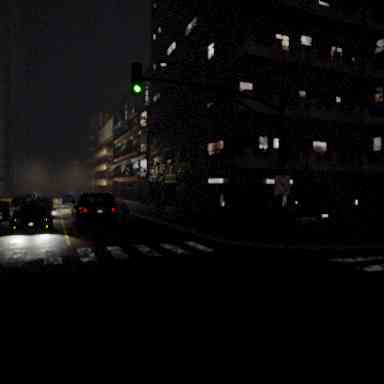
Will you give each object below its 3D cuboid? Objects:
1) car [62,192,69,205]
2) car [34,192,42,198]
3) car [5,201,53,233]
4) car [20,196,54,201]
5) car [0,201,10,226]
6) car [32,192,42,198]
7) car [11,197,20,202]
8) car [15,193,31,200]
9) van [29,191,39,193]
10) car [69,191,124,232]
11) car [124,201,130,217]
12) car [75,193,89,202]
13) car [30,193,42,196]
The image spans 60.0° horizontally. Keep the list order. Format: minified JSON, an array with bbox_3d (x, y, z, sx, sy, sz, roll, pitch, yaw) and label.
[{"bbox_3d":[-18.316,1.088,49.479,1.812,1.442,4.674,0,0,-23],"label":"car"},{"bbox_3d":[-40.221,0.771,86.804,1.802,1.307,4.206,-1,1,-23],"label":"car"},{"bbox_3d":[-8.721,1.390,18.270,1.994,1.385,4.181,0,0,-23],"label":"car"},{"bbox_3d":[-12.311,1.295,26.928,2.033,1.411,5.357,0,0,-22],"label":"car"},{"bbox_3d":[-11.787,1.330,18.834,1.752,1.417,4.829,-1,1,-23],"label":"car"},{"bbox_3d":[-38.039,0.787,81.587,2.008,1.369,4.403,-1,1,-23],"label":"car"},{"bbox_3d":[-14.035,1.321,24.208,1.947,1.339,4.313,-1,1,-23],"label":"car"},{"bbox_3d":[-20.581,1.158,39.856,1.887,1.381,4.507,-1,1,-23],"label":"car"},{"bbox_3d":[-29.312,0.765,60.720,1.690,1.788,3.998,-1,1,-23],"label":"van"},{"bbox_3d":[-5.733,1.057,19.401,2.150,2.045,5.566,0,0,-23],"label":"car"},{"bbox_3d":[-6.305,1.330,27.442,2.008,1.369,4.403,-1,1,-23],"label":"car"},{"bbox_3d":[-19.398,0.935,58.739,1.967,1.590,4.097,-1,1,-23],"label":"car"},{"bbox_3d":[-16.166,1.154,36.306,2.128,1.511,4.902,0,0,-23],"label":"car"}]
